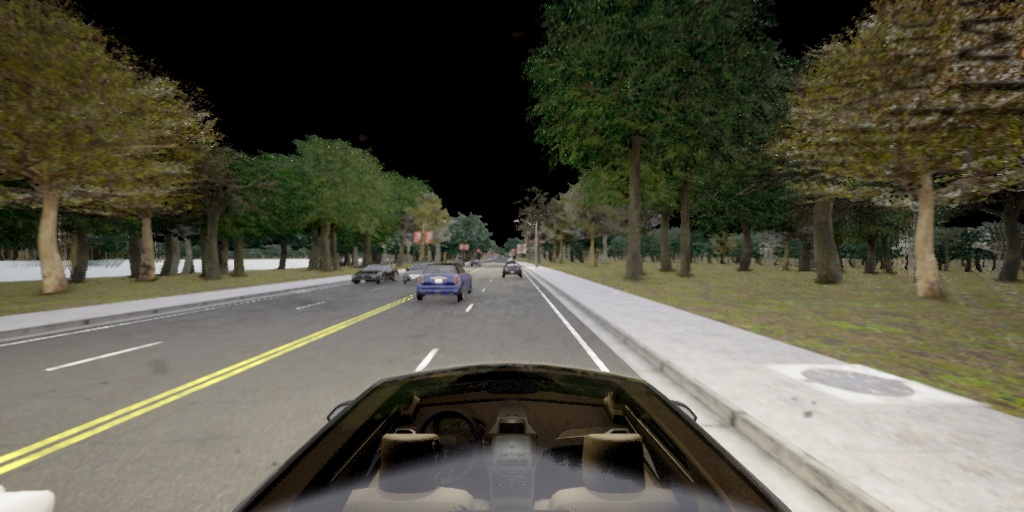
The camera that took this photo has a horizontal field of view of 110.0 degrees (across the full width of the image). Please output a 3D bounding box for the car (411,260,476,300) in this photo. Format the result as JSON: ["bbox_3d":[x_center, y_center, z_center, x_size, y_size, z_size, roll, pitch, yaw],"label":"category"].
[{"bbox_3d":[-3.175,1.098,17.613,2.097,1.767,4.553,0,0,0],"label":"car"}]

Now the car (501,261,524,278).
[{"bbox_3d":[0.001,1.282,34.442,1.812,1.442,4.674,0,0,-1],"label":"car"}]

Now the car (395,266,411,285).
[{"bbox_3d":[-6.655,1.241,26.578,2.128,1.511,4.902,0,0,0],"label":"car"}]

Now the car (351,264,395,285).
[{"bbox_3d":[-9.907,1.297,26.458,2.033,1.411,5.357,0,0,0],"label":"car"}]
